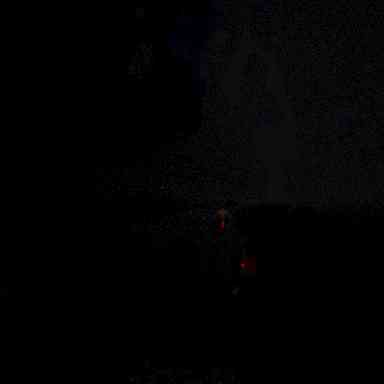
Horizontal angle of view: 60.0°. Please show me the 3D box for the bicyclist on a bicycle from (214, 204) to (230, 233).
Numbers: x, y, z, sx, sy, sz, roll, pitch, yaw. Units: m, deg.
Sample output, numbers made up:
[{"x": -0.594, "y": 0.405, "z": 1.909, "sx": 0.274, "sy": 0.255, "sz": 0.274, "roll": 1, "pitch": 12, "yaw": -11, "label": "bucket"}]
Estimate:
[{"x": 1.517, "y": 1.421, "z": 16.490, "sx": 0.866, "sy": 1.612, "sz": 1.509, "roll": 0, "pitch": 0, "yaw": 3, "label": "bicyclist on a bicycle"}]

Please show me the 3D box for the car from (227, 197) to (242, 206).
[{"x": 7.131, "y": 1.685, "z": 57.448, "sx": 1.837, "sy": 1.490, "sz": 4.892, "roll": 0, "pitch": -2, "yaw": 13, "label": "car"}]

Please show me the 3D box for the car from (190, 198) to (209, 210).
[{"x": 1.051, "y": 1.527, "z": 44.111, "sx": 1.882, "sy": 1.535, "sz": 5.008, "roll": 0, "pitch": 0, "yaw": 11, "label": "car"}]

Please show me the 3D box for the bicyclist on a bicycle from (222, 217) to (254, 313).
[{"x": 0.997, "y": 1.435, "z": 6.687, "sx": 0.582, "sy": 1.620, "sz": 1.656, "roll": 0, "pitch": 0, "yaw": 2, "label": "bicyclist on a bicycle"}]

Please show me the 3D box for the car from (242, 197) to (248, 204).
[{"x": 11.194, "y": 1.878, "z": 72.898, "sx": 2.033, "sy": 1.411, "sz": 5.357, "roll": 0, "pitch": -1, "yaw": 17, "label": "car"}]
